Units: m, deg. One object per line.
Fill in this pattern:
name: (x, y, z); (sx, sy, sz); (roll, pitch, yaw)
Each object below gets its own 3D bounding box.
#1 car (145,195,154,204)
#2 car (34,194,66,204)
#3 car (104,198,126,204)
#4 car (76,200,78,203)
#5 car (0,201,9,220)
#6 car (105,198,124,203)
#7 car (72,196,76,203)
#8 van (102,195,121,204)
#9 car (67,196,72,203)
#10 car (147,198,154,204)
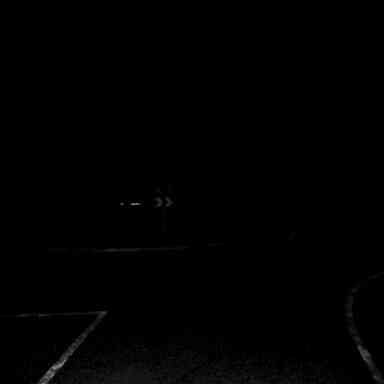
car: (-9.858, 1.703, 77.996); (2.150, 2.045, 5.566); (1, -1, -6)
car: (-30.986, 1.475, 71.721); (5.566, 2.045, 2.435); (1, -1, -7)
car: (-20.523, 2.329, 89.018); (5.366, 1.575, 1.946); (1, -2, -7)
car: (-32.827, 2.131, 85.427); (5.366, 1.575, 1.946); (1, -2, -7)
car: (-16.625, 1.291, 25.356); (2.097, 1.767, 4.553); (0, -1, 29)
car: (-19.319, 1.681, 76.944); (5.566, 2.045, 2.435); (1, -2, -7)
car: (-32.519, 2.038, 82.785); (5.366, 1.575, 1.946); (1, -2, -7)
van: (-20.131, 1.893, 83.080); (4.442, 1.987, 1.878); (1, -2, -7)
car: (-31.643, 1.612, 77.142); (5.566, 2.045, 2.435); (1, -1, -7)
car: (-11.520, 2.440, 92.873); (1.882, 1.535, 5.008); (1, -3, -6)
